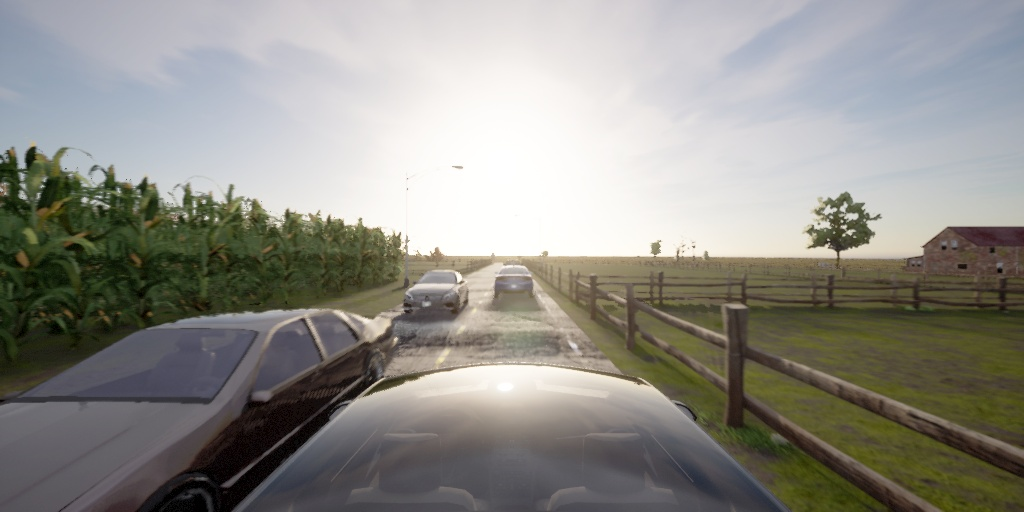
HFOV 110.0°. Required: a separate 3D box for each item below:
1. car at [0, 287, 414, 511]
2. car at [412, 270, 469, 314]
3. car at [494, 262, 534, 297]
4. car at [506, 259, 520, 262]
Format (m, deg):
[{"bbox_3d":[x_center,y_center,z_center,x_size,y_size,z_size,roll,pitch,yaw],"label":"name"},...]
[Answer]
[{"bbox_3d":[-2.821,1.300,3.722,2.033,1.411,5.357,0,0,0],"label":"car"},{"bbox_3d":[-2.750,1.291,13.912,1.812,1.442,4.674,0,0,0],"label":"car"},{"bbox_3d":[0.092,1.246,18.851,1.882,1.535,5.008,0,0,0],"label":"car"},{"bbox_3d":[0.098,1.139,37.202,2.097,1.767,4.553,0,0,0],"label":"car"}]
